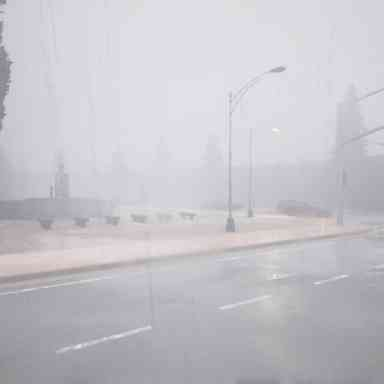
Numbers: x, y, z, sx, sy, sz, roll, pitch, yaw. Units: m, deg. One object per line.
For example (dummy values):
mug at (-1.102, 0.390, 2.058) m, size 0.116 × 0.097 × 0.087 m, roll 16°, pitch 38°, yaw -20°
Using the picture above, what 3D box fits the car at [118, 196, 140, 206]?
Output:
car at (-10.822, 1.477, 54.468) m, size 5.008 × 1.535 × 1.882 m, roll 0°, pitch 0°, yaw 23°

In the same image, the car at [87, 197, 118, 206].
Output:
car at (-14.669, 1.508, 52.283) m, size 4.892 × 1.490 × 1.837 m, roll 0°, pitch 0°, yaw 19°

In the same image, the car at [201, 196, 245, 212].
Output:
car at (3.422, 1.546, 40.039) m, size 2.033 × 1.411 × 5.357 m, roll 0°, pitch 0°, yaw -41°

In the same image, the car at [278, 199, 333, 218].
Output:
car at (10.523, 1.526, 30.440) m, size 1.812 × 1.442 × 4.674 m, roll 0°, pitch 0°, yaw -35°

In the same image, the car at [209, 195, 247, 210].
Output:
car at (4.680, 1.351, 43.612) m, size 2.097 × 1.767 × 4.553 m, roll 0°, pitch 0°, yaw -44°
